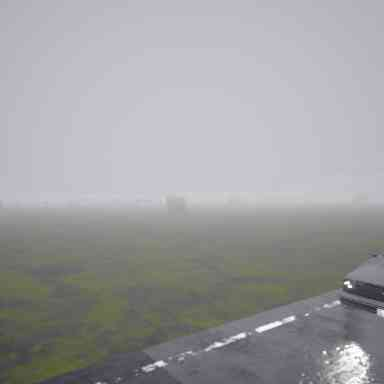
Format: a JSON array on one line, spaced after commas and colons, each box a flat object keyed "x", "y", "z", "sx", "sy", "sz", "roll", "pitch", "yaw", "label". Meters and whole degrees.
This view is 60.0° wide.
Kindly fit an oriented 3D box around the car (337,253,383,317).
[{"x": 5.250, "y": 1.549, "z": 6.822, "sx": 5.357, "sy": 1.411, "sz": 2.033, "roll": 0, "pitch": 0, "yaw": -35, "label": "car"}]
